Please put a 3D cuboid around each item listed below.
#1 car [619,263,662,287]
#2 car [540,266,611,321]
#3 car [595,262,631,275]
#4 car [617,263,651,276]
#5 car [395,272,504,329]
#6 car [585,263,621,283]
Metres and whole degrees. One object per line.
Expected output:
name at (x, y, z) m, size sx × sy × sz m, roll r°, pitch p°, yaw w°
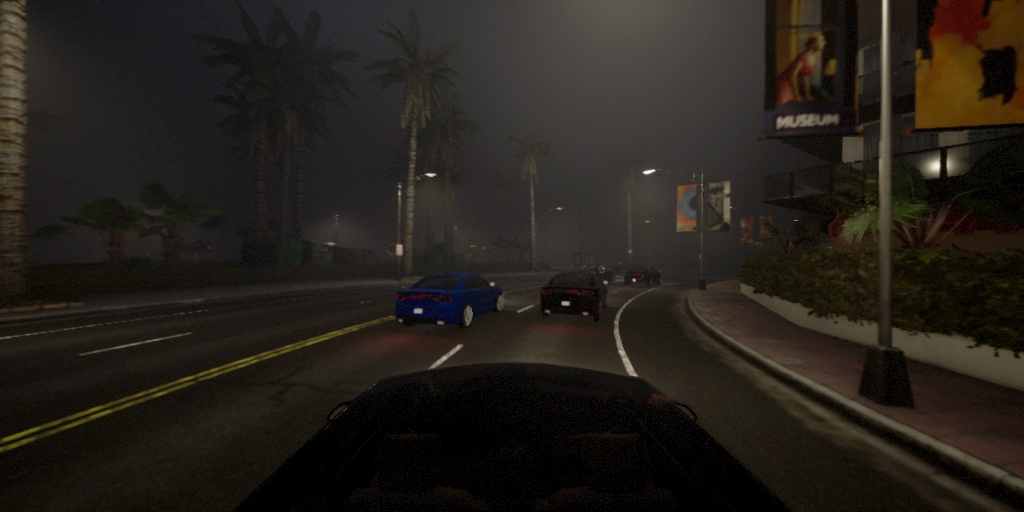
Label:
car at (10.160, 1.499, 27.680) m, size 1.837 × 1.490 × 4.892 m, roll 0°, pitch 0°, yaw 35°
car at (2.412, 1.312, 13.182) m, size 1.882 × 1.535 × 5.008 m, roll 0°, pitch -1°, yaw 19°
car at (13.208, 1.615, 46.875) m, size 4.902 × 1.511 × 2.128 m, roll 1°, pitch 0°, yaw -41°
car at (14.936, 1.632, 43.743) m, size 4.892 × 1.490 × 1.837 m, roll 1°, pitch -1°, yaw -42°
car at (-1.737, 1.258, 11.552) m, size 1.882 × 1.535 × 5.008 m, roll 0°, pitch 0°, yaw 16°
car at (6.763, 1.453, 28.886) m, size 2.128 × 1.511 × 4.902 m, roll 0°, pitch 0°, yaw 34°
